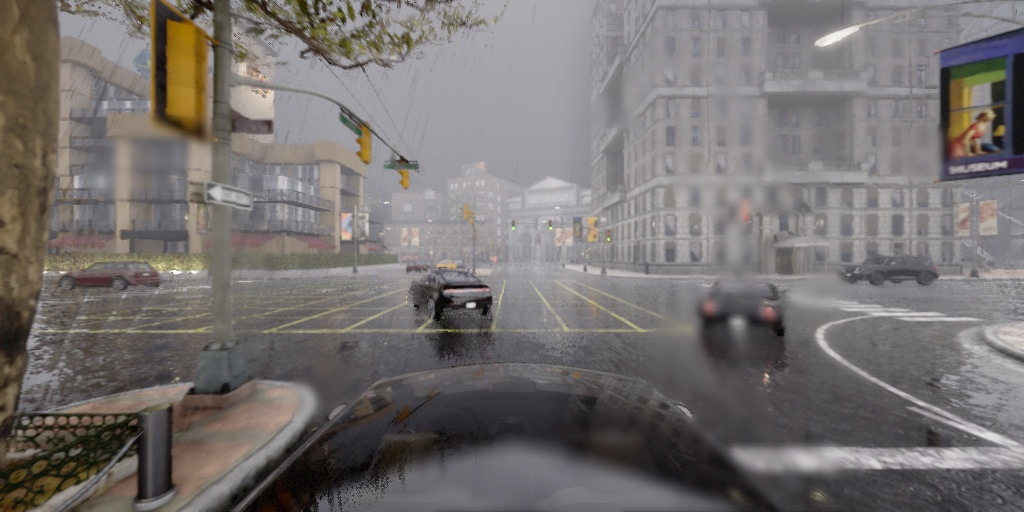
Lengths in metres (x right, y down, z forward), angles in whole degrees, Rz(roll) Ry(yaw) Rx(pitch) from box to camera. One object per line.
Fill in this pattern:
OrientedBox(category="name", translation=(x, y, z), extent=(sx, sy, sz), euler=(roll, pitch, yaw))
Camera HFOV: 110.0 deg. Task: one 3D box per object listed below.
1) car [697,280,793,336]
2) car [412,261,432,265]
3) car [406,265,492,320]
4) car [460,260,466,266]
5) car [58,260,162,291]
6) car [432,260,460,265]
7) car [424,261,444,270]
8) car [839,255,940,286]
OrientedBox(category="car", translation=(7.004, 1.355, 10.605), extent=(1.895, 1.301, 4.718), euler=(0, 0, 39))
OrientedBox(category="car", translation=(-11.543, 1.372, 44.158), extent=(1.895, 1.301, 4.718), euler=(0, 0, 0))
OrientedBox(category="car", translation=(-2.352, 1.247, 12.767), extent=(2.128, 1.511, 4.902), euler=(0, 0, -28))
OrientedBox(category="car", translation=(-8.051, 1.301, 53.550), extent=(1.812, 1.442, 4.674), euler=(0, 0, 0))
OrientedBox(category="car", translation=(-23.784, 1.111, 21.280), extent=(4.553, 1.767, 2.097), euler=(0, 0, 1))
OrientedBox(category="car", translation=(-8.047, 1.249, 44.210), extent=(1.882, 1.535, 5.008), euler=(0, 0, 0))
OrientedBox(category="car", translation=(-11.548, 1.376, 53.420), extent=(1.895, 1.301, 4.718), euler=(0, 0, 1))
OrientedBox(category="car", translation=(26.404, 0.984, 25.193), extent=(5.566, 2.045, 2.150), euler=(0, 0, 0))
